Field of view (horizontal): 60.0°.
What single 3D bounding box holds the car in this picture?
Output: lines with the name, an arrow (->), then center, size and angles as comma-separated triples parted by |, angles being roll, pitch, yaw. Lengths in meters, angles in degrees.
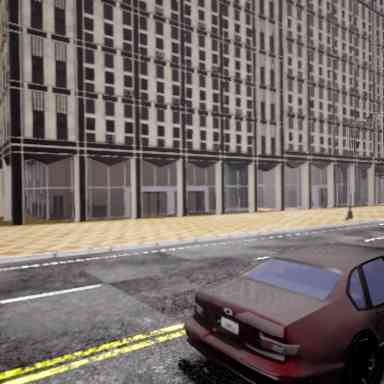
car -> 2.467, 1.542, 5.199 | 5.357, 1.411, 2.033 | 0, 0, -35
